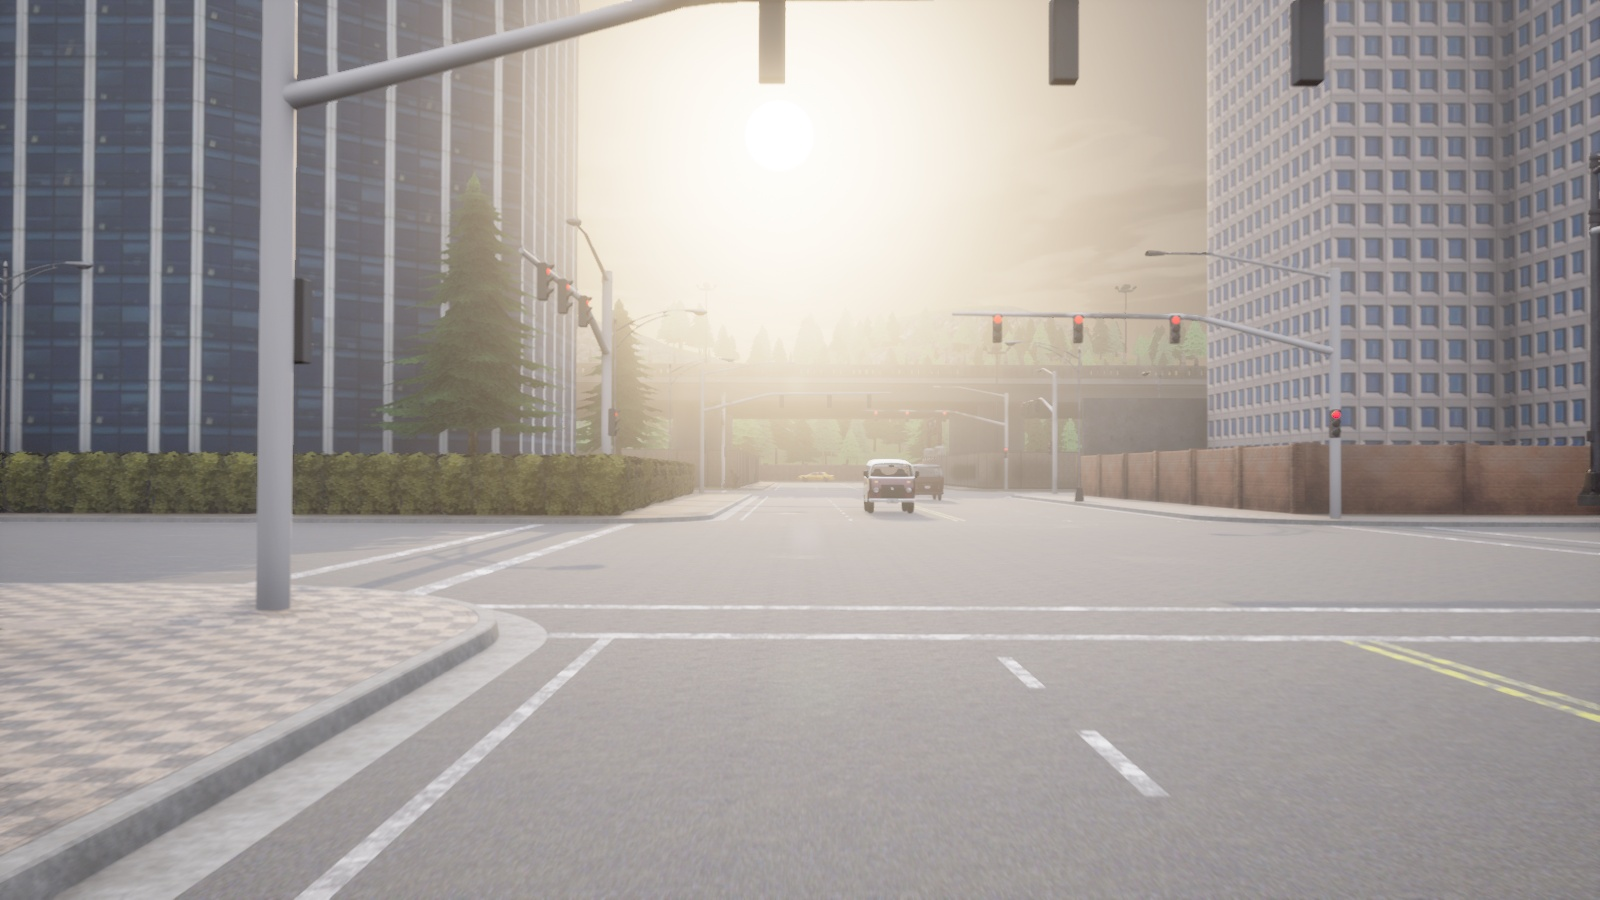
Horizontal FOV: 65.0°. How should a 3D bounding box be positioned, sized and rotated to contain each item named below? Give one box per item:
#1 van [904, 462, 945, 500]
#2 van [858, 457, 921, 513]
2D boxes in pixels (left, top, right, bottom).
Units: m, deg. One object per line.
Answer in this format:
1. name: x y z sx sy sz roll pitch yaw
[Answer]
1. van: 6.830 1.700 69.271 1.775 1.987 4.442 0 -1 0
2. van: 3.381 1.332 48.213 2.069 2.038 4.480 0 -1 0
